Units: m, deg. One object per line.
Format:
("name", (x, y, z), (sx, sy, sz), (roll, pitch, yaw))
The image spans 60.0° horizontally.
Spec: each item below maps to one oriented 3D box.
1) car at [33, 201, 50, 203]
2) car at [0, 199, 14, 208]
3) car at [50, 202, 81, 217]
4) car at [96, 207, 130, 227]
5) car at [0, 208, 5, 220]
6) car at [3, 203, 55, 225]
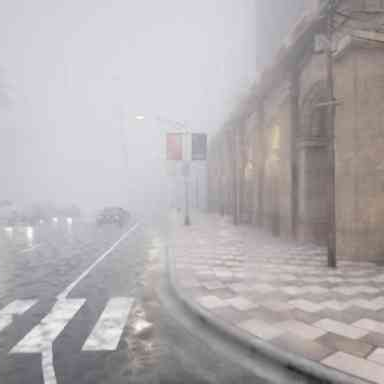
("car", (-17.434, 1.844, 38.163), (2.097, 1.767, 4.553), (0, -1, -3))
("car", (-16.801, 1.601, 27.860), (2.150, 2.045, 5.566), (0, -1, -4))
("car", (-13.867, 1.989, 37.214), (1.812, 1.442, 4.674), (0, -1, -3))
("car", (-6.048, 1.854, 25.840), (2.033, 1.411, 5.357), (0, -1, -4))
("car", (-12.606, 1.801, 17.939), (2.033, 1.411, 5.357), (0, -1, -4))
("car", (-13.254, 1.882, 27.344), (1.812, 1.442, 4.674), (0, -1, -4))
